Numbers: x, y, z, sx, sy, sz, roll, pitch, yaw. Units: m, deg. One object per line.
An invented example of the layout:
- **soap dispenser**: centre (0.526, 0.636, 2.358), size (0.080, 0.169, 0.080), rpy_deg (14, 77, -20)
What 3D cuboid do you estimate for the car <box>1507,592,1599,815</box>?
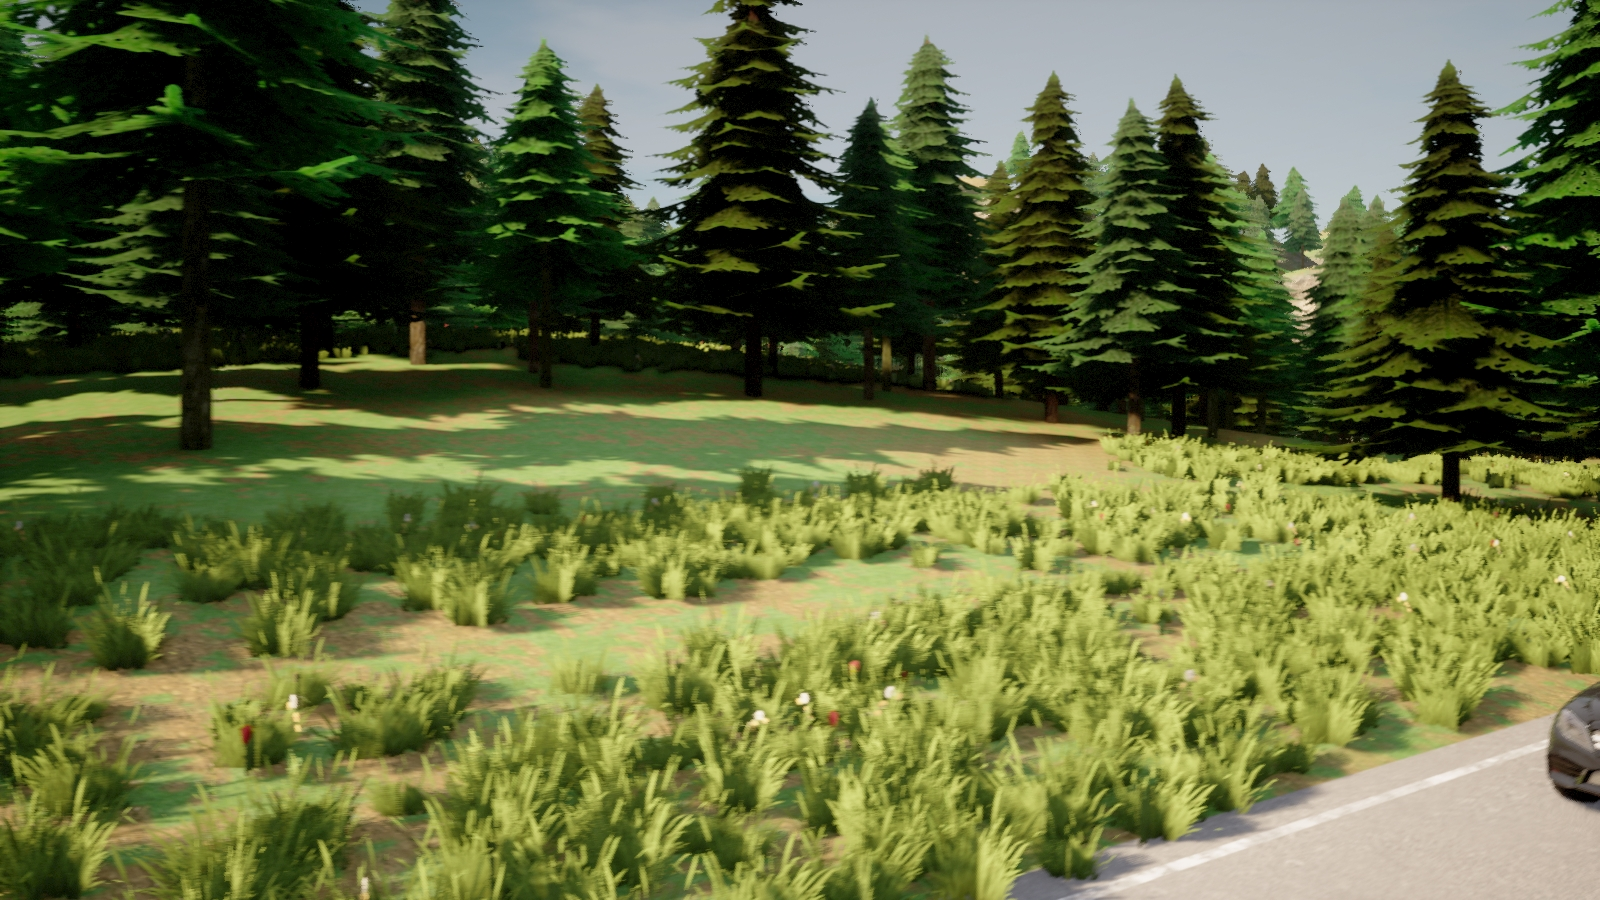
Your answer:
- **car**: centre (7.962, 1.941, 9.360), size (4.674, 1.442, 2.002), rpy_deg (0, 0, -35)
